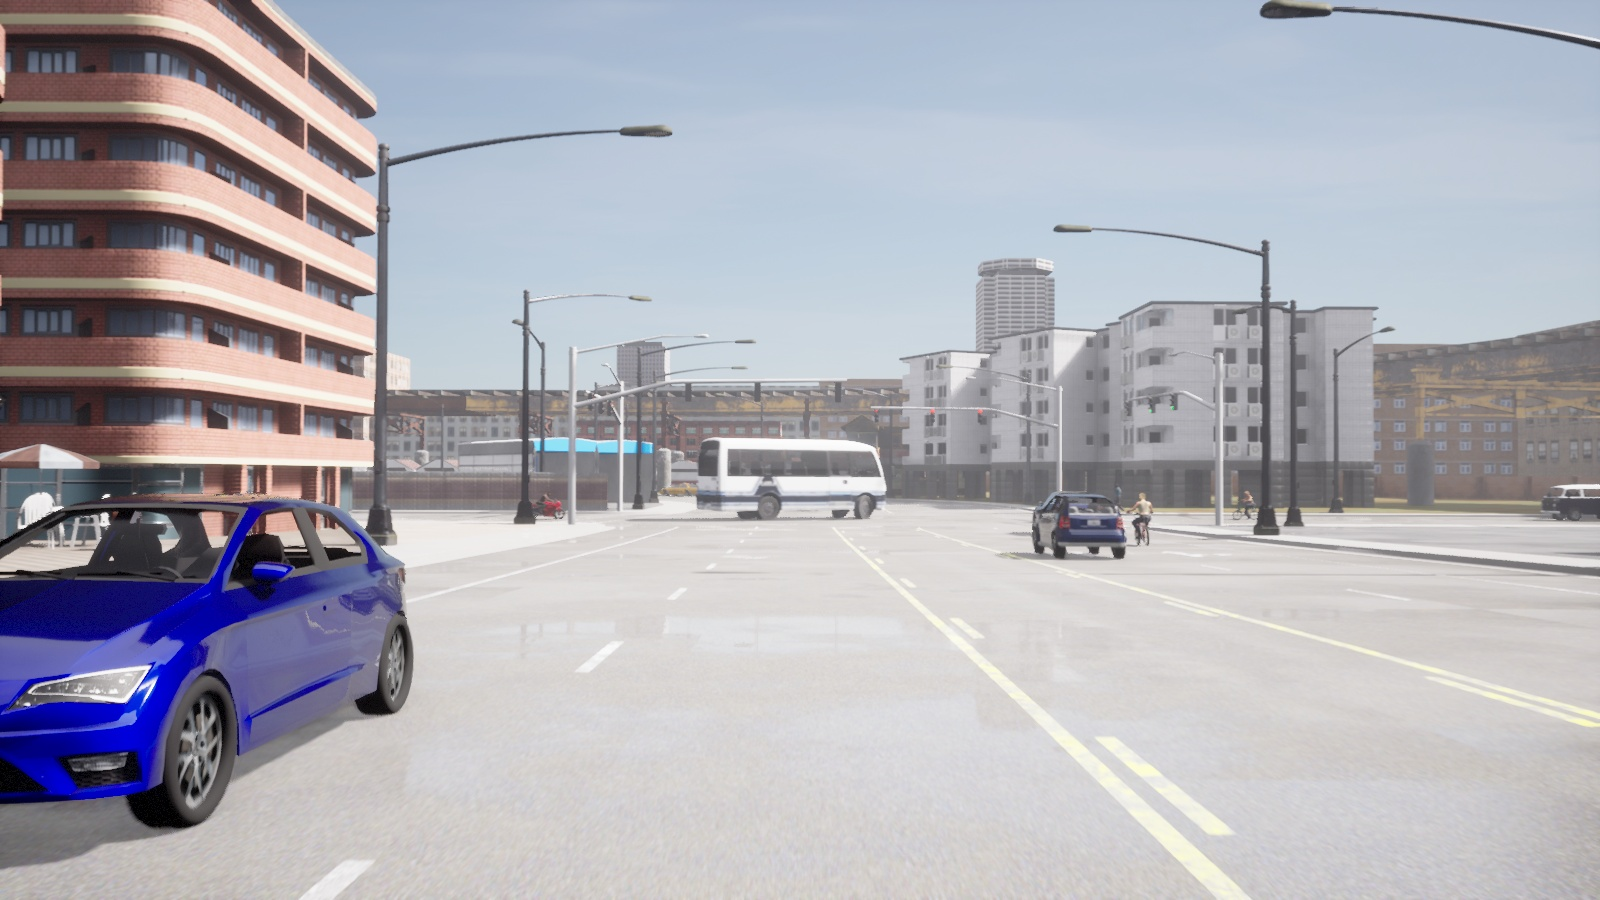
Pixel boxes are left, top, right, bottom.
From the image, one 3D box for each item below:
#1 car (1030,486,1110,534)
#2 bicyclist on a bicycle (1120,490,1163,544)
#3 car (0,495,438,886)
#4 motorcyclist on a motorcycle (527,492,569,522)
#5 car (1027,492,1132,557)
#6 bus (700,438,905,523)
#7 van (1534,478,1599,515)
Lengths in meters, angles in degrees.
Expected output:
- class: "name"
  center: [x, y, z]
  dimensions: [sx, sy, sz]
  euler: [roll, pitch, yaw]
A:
- class: "car"
  center: [10.387, 2.306, 48.715]
  dimensions: [2.097, 1.767, 4.553]
  euler: [0, -2, 0]
- class: "bicyclist on a bicycle"
  center: [10.420, 2.028, 38.368]
  dimensions: [0.866, 1.612, 1.509]
  euler: [0, -2, 0]
- class: "car"
  center: [-3.516, 1.007, 6.958]
  dimensions: [1.816, 1.474, 4.193]
  euler: [0, -2, 0]
- class: "motorcyclist on a motorcycle"
  center: [-13.100, 2.977, 65.226]
  dimensions: [2.044, 1.523, 0.797]
  euler: [0, -1, -1]
- class: "car"
  center: [6.927, 1.824, 31.502]
  dimensions: [1.789, 1.549, 3.705]
  euler: [0, -2, 0]
- class: "bus"
  center: [0.163, 1.573, 67.045]
  dimensions: [10.273, 4.253, 3.944]
  euler: [0, -1, -27]
- class: "van"
  center: [43.739, 2.584, 69.935]
  dimensions: [4.480, 2.038, 2.069]
  euler: [0, -1, 1]
